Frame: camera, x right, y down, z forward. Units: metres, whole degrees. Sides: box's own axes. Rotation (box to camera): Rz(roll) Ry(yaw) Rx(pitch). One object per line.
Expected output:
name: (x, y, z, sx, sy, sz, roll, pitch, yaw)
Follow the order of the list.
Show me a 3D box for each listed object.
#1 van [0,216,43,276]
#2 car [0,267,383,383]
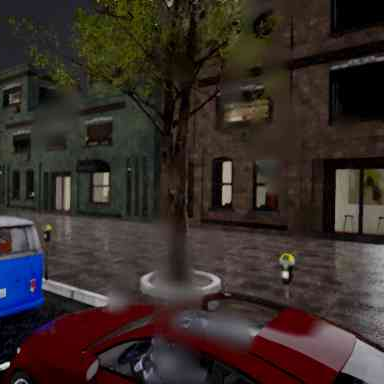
van: (-4.385, 1.262, 6.013, 3.998, 1.788, 1.690, 1, 1, 36)
car: (0.124, 1.566, 2.786, 4.206, 1.307, 1.802, 1, 1, 36)
